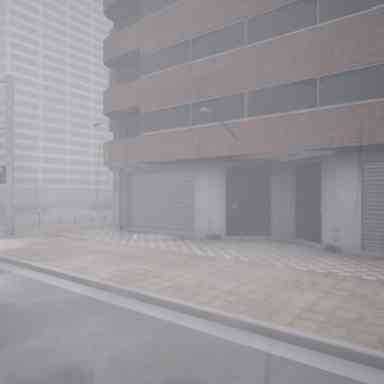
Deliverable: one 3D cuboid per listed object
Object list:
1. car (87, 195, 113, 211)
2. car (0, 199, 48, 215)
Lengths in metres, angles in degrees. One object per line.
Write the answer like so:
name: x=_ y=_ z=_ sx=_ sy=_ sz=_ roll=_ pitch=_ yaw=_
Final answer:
car: x=-10.518 y=1.505 z=40.963 sx=1.837 sy=1.490 sz=4.892 roll=0 pitch=0 yaw=37
car: x=-16.770 y=1.505 z=32.710 sx=1.837 sy=1.490 sz=4.892 roll=0 pitch=0 yaw=37
